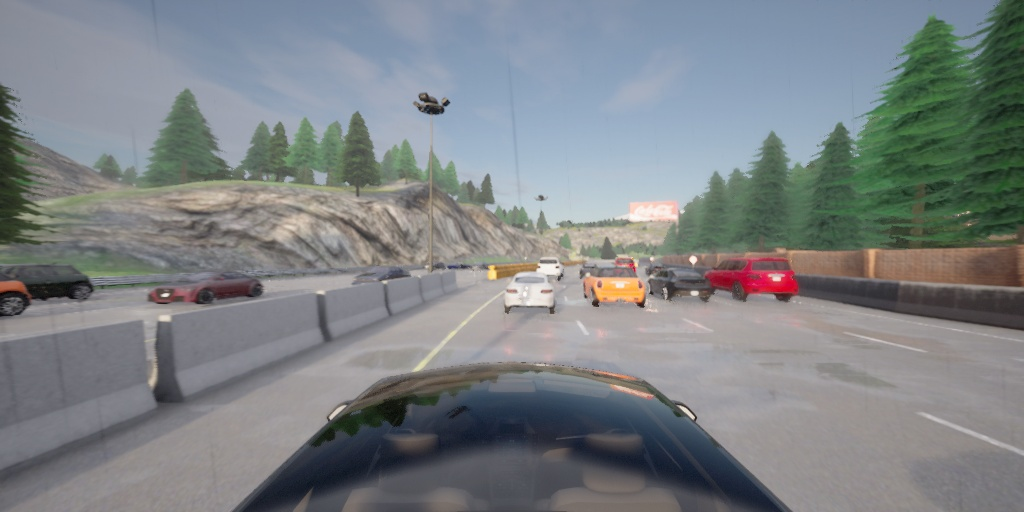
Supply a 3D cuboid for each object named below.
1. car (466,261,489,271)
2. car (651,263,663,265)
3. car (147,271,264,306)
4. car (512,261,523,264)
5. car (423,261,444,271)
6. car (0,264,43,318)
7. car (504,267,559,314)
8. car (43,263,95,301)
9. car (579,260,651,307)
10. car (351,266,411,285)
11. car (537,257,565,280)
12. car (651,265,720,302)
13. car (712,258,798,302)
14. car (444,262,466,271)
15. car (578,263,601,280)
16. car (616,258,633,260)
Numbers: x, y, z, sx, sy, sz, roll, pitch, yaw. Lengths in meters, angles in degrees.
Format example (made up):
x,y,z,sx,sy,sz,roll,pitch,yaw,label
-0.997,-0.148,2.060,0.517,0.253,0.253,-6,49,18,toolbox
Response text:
x,y,z,sx,sy,sz,roll,pitch,yaw,label
-5.026,1.561,56.381,1.812,1.442,4.674,0,0,16,car
16.185,1.523,40.534,1.837,1.490,4.892,0,0,15,car
-13.330,1.348,15.942,1.994,1.385,4.181,0,0,5,car
0.962,1.662,64.519,1.994,1.385,4.181,0,0,17,car
-12.237,1.504,56.575,2.128,1.511,4.902,0,0,16,car
-17.281,1.090,10.037,2.097,1.767,4.553,0,0,3,car
0.749,1.347,14.230,1.812,1.442,4.674,0,0,5,car
-20.465,1.105,14.568,2.097,1.767,4.553,0,0,5,car
4.456,1.197,16.233,2.097,1.767,4.553,0,0,5,car
-8.812,1.396,24.842,2.033,1.411,5.357,0,0,8,car
3.690,1.162,33.866,2.150,2.045,5.566,0,0,12,car
8.141,1.371,17.868,1.837,1.490,4.892,0,0,6,car
11.653,1.100,18.015,2.150,2.045,5.566,0,0,7,car
-8.499,1.628,56.957,1.895,1.301,4.718,0,0,16,car
7.823,1.458,36.153,2.128,1.511,4.902,0,0,13,car
11.904,1.213,38.153,2.150,2.045,5.566,0,0,15,car
